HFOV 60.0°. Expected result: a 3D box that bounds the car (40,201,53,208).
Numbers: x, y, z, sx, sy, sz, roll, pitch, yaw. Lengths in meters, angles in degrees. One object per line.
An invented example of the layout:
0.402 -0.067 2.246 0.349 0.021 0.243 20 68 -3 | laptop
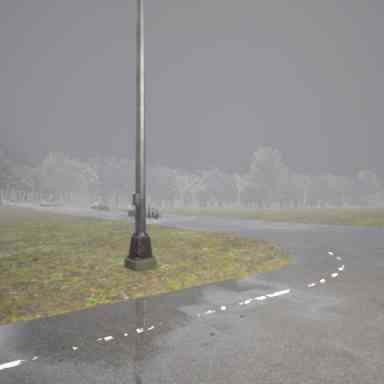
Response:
-35.400 2.991 80.119 1.882 1.535 5.008 2 -2 -30 | car

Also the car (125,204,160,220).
-4.876 1.863 32.193 1.837 1.490 4.892 3 -3 -36 | car

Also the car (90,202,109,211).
-17.029 2.574 61.154 2.097 1.767 4.553 3 -3 -36 | car
